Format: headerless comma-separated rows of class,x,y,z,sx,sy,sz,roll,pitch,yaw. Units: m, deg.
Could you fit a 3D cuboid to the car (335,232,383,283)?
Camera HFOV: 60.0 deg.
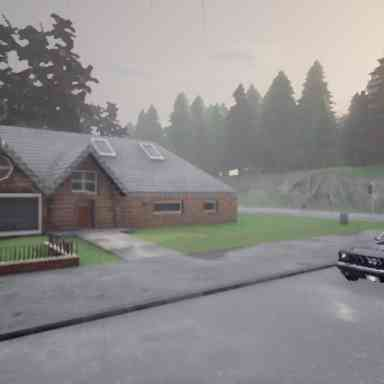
car,5.864,1.645,8.767,4.718,1.301,1.895,0,0,-35
